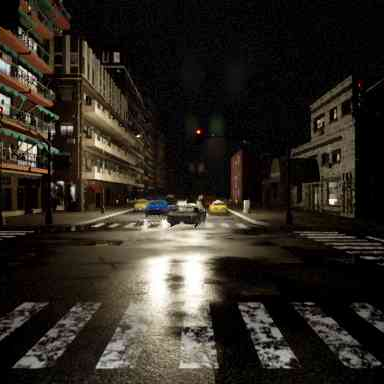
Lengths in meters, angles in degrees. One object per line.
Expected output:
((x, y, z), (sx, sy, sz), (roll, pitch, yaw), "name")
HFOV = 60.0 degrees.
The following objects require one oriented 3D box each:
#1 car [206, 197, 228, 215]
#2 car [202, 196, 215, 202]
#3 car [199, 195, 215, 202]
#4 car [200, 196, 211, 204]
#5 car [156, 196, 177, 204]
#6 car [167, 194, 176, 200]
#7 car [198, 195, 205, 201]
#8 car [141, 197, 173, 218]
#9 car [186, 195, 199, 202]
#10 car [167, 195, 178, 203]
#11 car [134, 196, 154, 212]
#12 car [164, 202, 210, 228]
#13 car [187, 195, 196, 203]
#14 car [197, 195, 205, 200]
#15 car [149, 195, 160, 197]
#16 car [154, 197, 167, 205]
((2.652, 1.544, 33.983), (1.752, 1.417, 4.829), (0, 0, 0), "car")
((2.639, 1.611, 44.891), (1.802, 1.307, 4.206), (0, 0, 0), "car")
((2.633, 1.351, 50.431), (2.192, 1.841, 5.009), (0, 0, 0), "car")
((2.612, 1.612, 67.048), (2.008, 1.369, 4.403), (0, 0, 0), "car")
((-3.130, 1.550, 39.950), (1.812, 1.442, 4.674), (0, 0, 0), "car")
((-5.802, 1.434, 94.734), (2.192, 1.841, 5.009), (0, 0, 0), "car")
((2.584, 1.632, 89.375), (1.752, 1.417, 4.829), (0, 0, 0), "car")
((-3.136, 1.493, 30.672), (1.882, 1.535, 5.008), (0, 0, 0), "car")
((-0.072, 1.598, 60.199), (2.033, 1.411, 5.357), (0, 0, 0), "car")
((-3.135, 1.541, 50.018), (1.837, 1.490, 4.892), (0, 0, 0), "car")
((-5.735, 1.549, 39.171), (1.752, 1.417, 4.829), (0, 0, 0), "car")
((-0.227, 1.620, 22.764), (1.895, 1.301, 4.718), (0, 0, 11), "car")
((-0.084, 1.435, 70.619), (1.882, 1.535, 5.008), (0, 0, 0), "car")
((2.578, 1.670, 94.744), (2.008, 1.369, 4.403), (0, 0, 0), "car")
((-5.748, 1.351, 50.420), (2.192, 1.841, 5.009), (0, 0, 0), "car")
((-5.762, 1.603, 61.498), (2.008, 1.369, 4.403), (0, 0, 0), "car")
